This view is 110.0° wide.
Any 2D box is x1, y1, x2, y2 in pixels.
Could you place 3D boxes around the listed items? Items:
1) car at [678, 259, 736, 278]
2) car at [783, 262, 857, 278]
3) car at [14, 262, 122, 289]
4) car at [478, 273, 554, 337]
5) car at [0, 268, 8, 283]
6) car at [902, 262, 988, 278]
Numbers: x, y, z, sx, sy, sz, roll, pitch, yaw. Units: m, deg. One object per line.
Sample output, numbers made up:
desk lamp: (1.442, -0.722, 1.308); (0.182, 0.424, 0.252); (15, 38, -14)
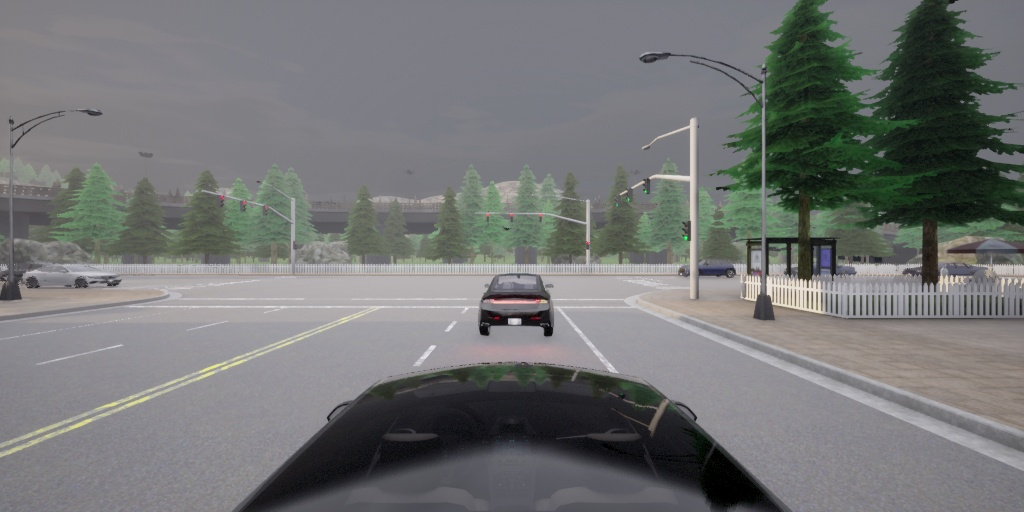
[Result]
car: (17.514, 1.046, 32.366); (4.553, 1.767, 2.097); (0, 0, 0)
car: (27.671, 1.242, 32.274); (5.357, 1.411, 2.033); (0, 0, 1)
car: (-26.774, 1.220, 21.841); (4.674, 1.442, 1.812); (0, 0, 0)
car: (0.180, 1.242, 10.372); (2.128, 1.511, 4.902); (0, 0, 3)
car: (-32.749, 1.201, 25.274); (4.892, 1.490, 1.837); (0, 0, -1)
car: (38.061, 1.242, 31.528); (5.357, 1.411, 2.033); (0, 0, 10)
